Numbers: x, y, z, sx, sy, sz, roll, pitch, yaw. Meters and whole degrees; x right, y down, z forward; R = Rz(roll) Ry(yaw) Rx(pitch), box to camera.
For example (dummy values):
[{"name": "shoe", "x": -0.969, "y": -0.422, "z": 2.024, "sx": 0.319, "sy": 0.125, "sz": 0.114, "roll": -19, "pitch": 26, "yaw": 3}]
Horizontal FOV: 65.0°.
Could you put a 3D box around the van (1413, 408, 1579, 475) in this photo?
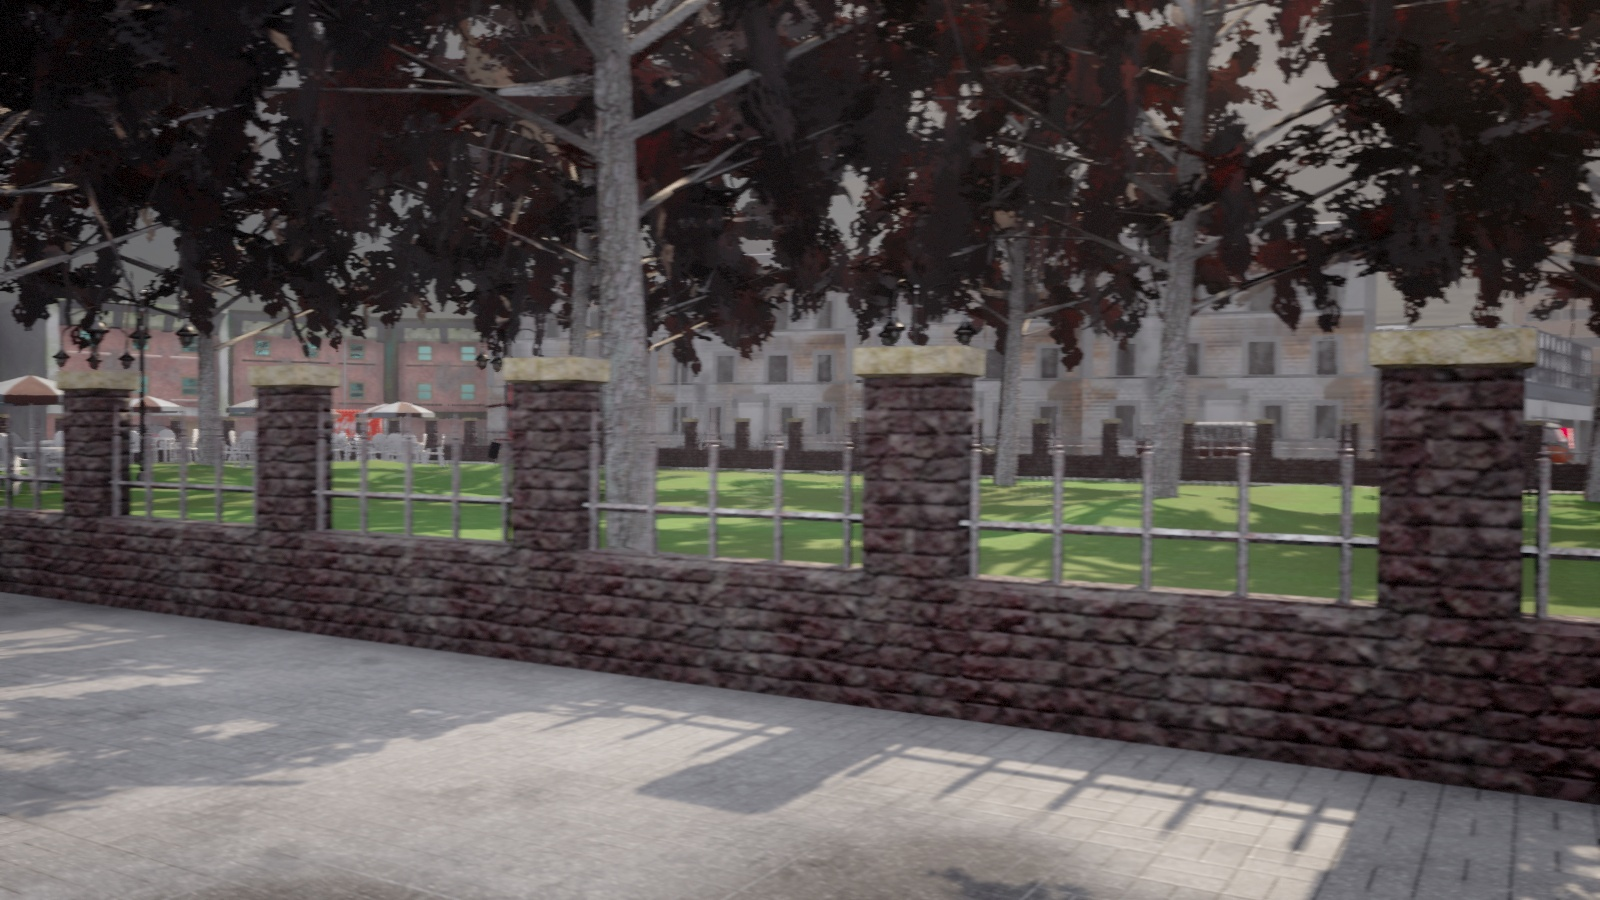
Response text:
[{"name": "van", "x": 21.696, "y": -0.268, "z": 39.244, "sx": 4.442, "sy": 1.987, "sz": 1.775, "roll": 0, "pitch": 1, "yaw": 30}]

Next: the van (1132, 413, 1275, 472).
[{"name": "van", "x": 14.036, "y": -0.260, "z": 43.754, "sx": 4.442, "sy": 1.987, "sz": 1.775, "roll": 0, "pitch": 1, "yaw": 30}]

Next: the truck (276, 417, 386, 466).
[{"name": "truck", "x": -24.970, "y": -0.467, "z": 67.038, "sx": 5.204, "sy": 2.467, "sz": 2.627, "roll": -1, "pitch": 1, "yaw": -14}]

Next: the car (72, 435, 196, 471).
[{"name": "car", "x": -32.011, "y": 0.111, "z": 60.478, "sx": 2.033, "sy": 1.649, "sz": 4.856, "roll": 0, "pitch": 1, "yaw": 34}]
